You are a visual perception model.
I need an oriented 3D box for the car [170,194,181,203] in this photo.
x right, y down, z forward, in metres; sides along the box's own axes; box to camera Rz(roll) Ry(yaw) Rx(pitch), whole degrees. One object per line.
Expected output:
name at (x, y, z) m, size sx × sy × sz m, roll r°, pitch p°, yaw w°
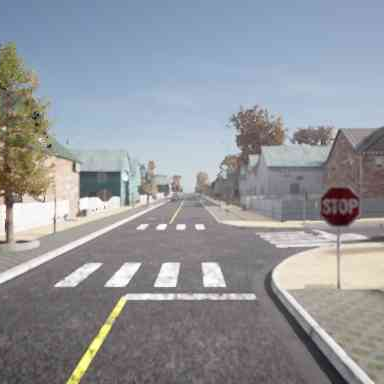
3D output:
car at (-3.039, 1.193, 62.757) m, size 1.837 × 1.490 × 4.892 m, roll 0°, pitch 0°, yaw 0°
